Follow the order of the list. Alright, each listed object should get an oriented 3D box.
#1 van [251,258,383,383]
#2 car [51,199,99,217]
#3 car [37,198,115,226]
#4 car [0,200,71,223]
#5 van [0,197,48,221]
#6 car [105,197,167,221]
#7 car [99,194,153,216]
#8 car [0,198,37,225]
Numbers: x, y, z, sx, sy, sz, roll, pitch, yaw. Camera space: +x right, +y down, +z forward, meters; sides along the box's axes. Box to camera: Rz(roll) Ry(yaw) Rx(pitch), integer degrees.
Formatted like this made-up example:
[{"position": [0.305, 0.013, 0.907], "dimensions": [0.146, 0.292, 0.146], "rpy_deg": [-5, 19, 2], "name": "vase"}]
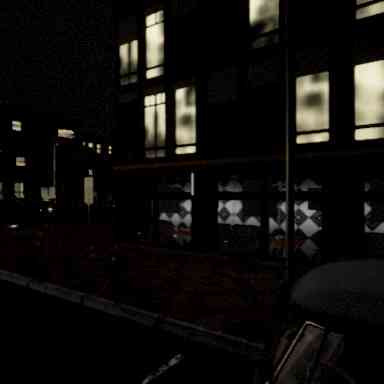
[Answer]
[{"position": [2.124, 1.343, 1.326], "dimensions": [3.998, 1.788, 1.690], "rpy_deg": [0, 0, 35], "name": "van"}, {"position": [-11.420, 1.485, 32.784], "dimensions": [1.967, 1.590, 4.097], "rpy_deg": [0, 0, 35], "name": "car"}, {"position": [-7.777, 1.317, 23.434], "dimensions": [2.192, 1.841, 5.009], "rpy_deg": [0, 0, 35], "name": "car"}, {"position": [-12.498, 1.497, 26.783], "dimensions": [1.882, 1.535, 5.008], "rpy_deg": [0, 0, 35], "name": "car"}, {"position": [-14.615, 1.368, 28.278], "dimensions": [1.690, 1.788, 3.998], "rpy_deg": [0, 0, 35], "name": "van"}, {"position": [-4.583, 1.334, 27.941], "dimensions": [2.192, 1.841, 5.009], "rpy_deg": [0, 0, 35], "name": "car"}, {"position": [-6.793, 1.273, 34.828], "dimensions": [2.150, 2.045, 5.566], "rpy_deg": [0, 0, 35], "name": "car"}, {"position": [-12.137, 1.351, 21.991], "dimensions": [2.097, 1.767, 4.553], "rpy_deg": [0, 0, 38], "name": "car"}]
